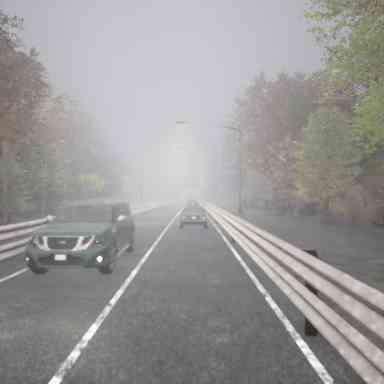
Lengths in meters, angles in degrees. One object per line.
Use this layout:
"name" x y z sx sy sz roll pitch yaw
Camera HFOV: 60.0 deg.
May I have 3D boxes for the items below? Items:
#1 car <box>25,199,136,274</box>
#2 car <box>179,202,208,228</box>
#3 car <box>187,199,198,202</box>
"car" -3.251 1.274 10.978 2.150 2.045 5.566 0 0 0
"car" 0.098 1.665 22.915 2.033 1.411 5.357 0 -1 0
"car" 0.093 1.836 49.503 2.097 1.767 4.553 0 -1 0
